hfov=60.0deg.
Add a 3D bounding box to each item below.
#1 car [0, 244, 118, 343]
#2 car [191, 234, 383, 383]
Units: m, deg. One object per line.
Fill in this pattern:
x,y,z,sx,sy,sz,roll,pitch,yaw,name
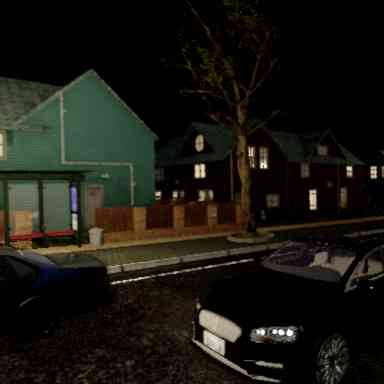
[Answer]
-3.884,1.549,4.907,5.357,1.411,2.033,0,0,-35,car
2.249,1.480,5.290,4.902,1.511,2.128,0,0,-36,car
